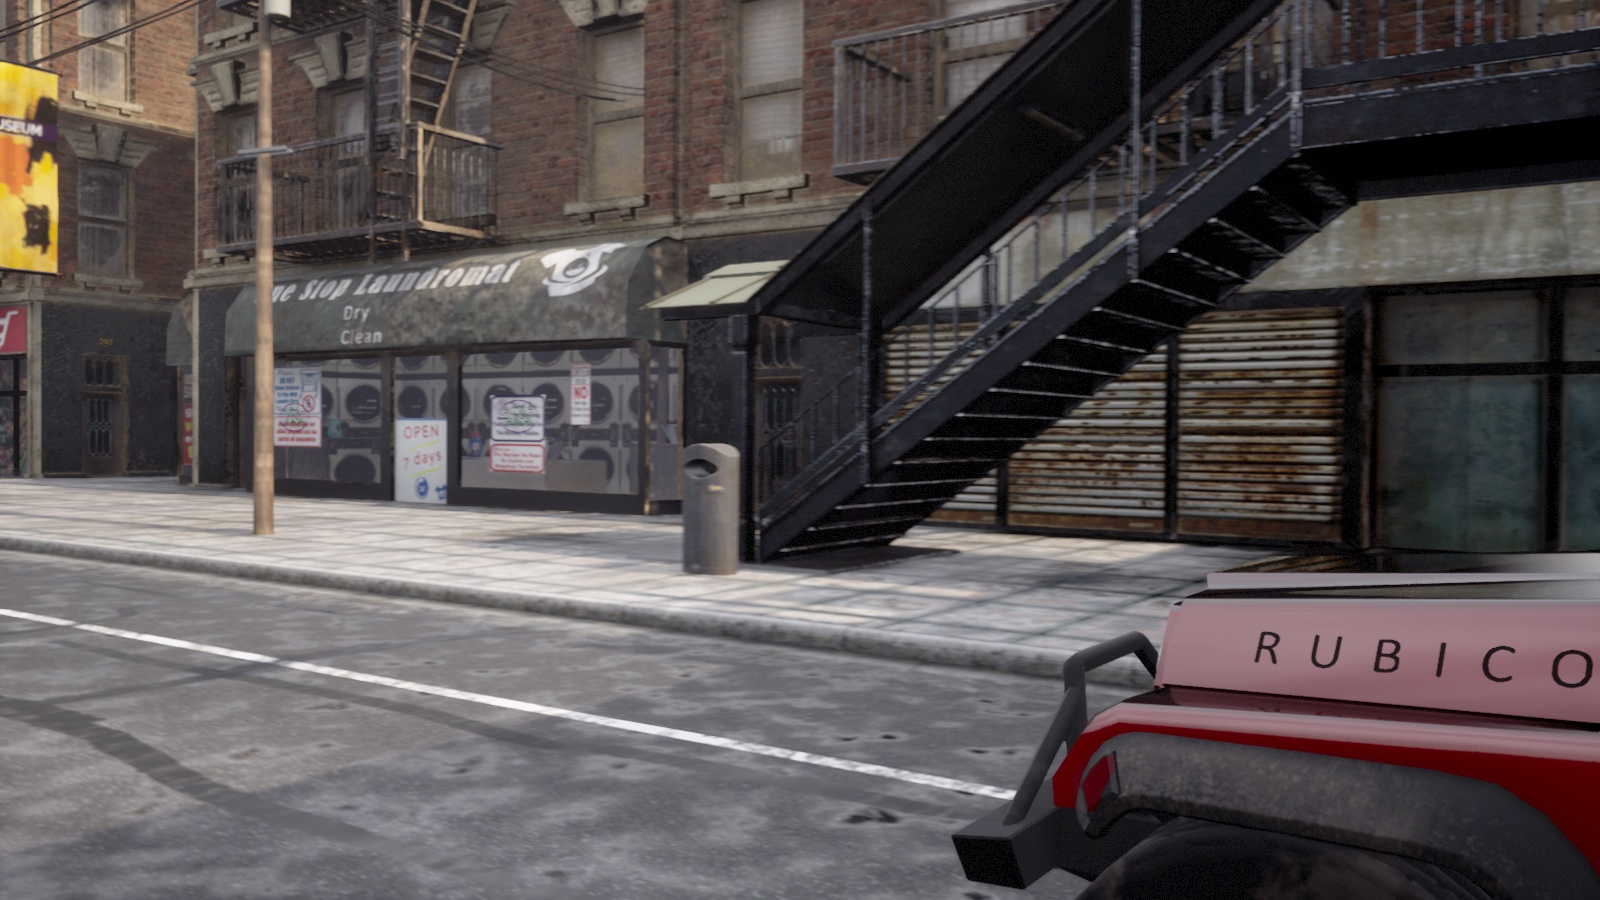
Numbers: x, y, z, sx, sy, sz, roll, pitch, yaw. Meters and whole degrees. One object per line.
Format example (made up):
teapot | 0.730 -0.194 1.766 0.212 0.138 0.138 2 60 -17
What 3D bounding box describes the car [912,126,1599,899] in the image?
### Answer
car | 2.352 0.478 2.049 3.866 1.878 1.905 0 1 34
